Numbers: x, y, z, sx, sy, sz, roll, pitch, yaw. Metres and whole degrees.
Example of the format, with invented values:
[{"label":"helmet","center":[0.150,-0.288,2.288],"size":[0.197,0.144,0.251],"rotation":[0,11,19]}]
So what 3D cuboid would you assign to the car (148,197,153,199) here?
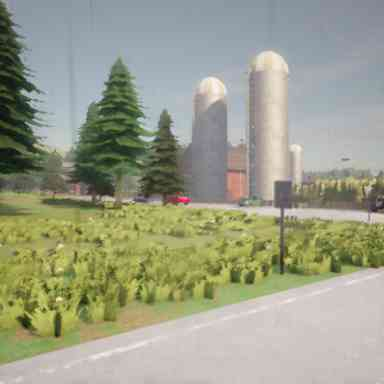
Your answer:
[{"label":"car","center":[-8.671,1.426,61.645],"size":[1.812,1.442,4.674],"rotation":[0,0,-35]}]

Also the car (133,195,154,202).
[{"label":"car","center":[-10.752,1.459,74.321],"size":[4.181,1.381,1.994],"rotation":[0,0,-36]}]

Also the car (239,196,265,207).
[{"label":"car","center":[8.559,1.391,47.547],"size":[3.988,1.617,1.851],"rotation":[0,0,-36]}]

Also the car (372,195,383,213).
[{"label":"car","center":[20.143,1.268,35.090],"size":[1.905,1.878,3.866],"rotation":[0,0,24]}]

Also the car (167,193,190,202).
[{"label":"car","center":[-2.470,1.123,52.846],"size":[2.150,2.045,5.566],"rotation":[0,0,-34]}]
